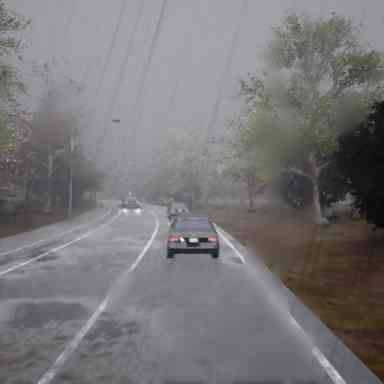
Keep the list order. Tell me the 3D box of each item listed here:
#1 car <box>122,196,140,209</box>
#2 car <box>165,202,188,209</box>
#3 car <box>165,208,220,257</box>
[{"bbox_3d":[-8.132,1.314,44.408,2.097,1.767,4.553,1,0,-15],"label":"car"},{"bbox_3d":[-1.323,1.588,29.420,2.033,1.411,5.357,1,0,-8],"label":"car"},{"bbox_3d":[-0.008,1.562,12.925,2.033,1.411,5.357,0,0,-1],"label":"car"}]
